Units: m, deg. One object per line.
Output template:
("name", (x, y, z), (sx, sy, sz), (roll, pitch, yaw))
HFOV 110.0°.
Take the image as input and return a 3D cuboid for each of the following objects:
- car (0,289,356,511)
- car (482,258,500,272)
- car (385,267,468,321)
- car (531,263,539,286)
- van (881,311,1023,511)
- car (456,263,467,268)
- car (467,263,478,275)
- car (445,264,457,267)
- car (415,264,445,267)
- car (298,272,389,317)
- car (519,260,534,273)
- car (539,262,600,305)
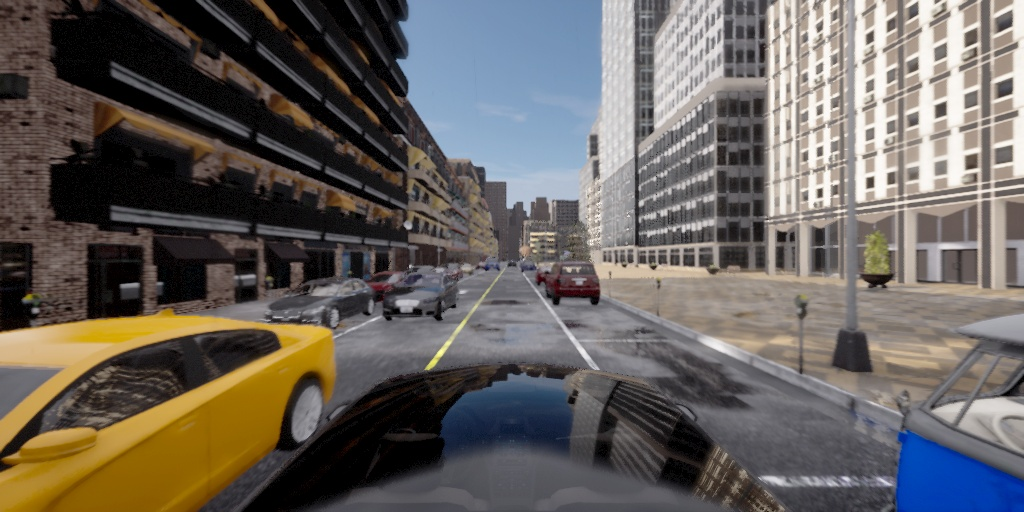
("car", (-3.100, 1.233, 2.378), (1.882, 1.535, 5.008), (0, -1, 0))
("car", (-3.028, 1.403, 56.717), (2.150, 2.045, 5.566), (0, 0, 1))
("car", (-3.085, 1.325, 12.971), (2.128, 1.511, 4.902), (0, 0, 0))
("car", (2.701, 1.492, 27.760), (1.888, 1.381, 4.507), (0, 0, 0))
("van", (2.688, 1.080, 0.127), (1.690, 1.789, 3.998), (0, 0, 0))
("car", (-5.676, 1.431, 33.291), (1.967, 1.591, 4.097), (0, 0, 0))
("car", (-5.670, 1.605, 44.173), (1.751, 1.417, 4.829), (0, 0, 0))
("car", (-5.679, 1.530, 27.765), (1.802, 1.307, 4.207), (0, 0, 0))
("car", (-5.682, 1.345, 22.238), (1.967, 1.591, 4.097), (0, 0, 0))
("car", (-5.687, 1.371, 11.185), (2.007, 1.370, 4.403), (0, 0, 0))
("car", (2.412, 1.502, 52.840), (2.097, 1.767, 4.553), (0, 0, 0))
("car", (2.696, 1.176, 16.706), (2.192, 1.841, 5.009), (0, 0, 0))
